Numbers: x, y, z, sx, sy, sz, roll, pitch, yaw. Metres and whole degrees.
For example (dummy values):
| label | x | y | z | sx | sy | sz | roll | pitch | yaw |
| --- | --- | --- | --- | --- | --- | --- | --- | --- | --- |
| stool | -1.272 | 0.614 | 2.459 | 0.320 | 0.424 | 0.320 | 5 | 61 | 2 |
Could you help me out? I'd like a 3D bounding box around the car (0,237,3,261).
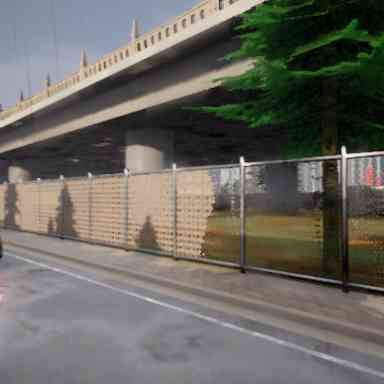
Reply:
| label | x | y | z | sx | sy | sz | roll | pitch | yaw |
| --- | --- | --- | --- | --- | --- | --- | --- | --- | --- |
| car | -8.352 | 1.752 | 11.988 | 4.674 | 1.442 | 1.812 | -1 | -1 | 43 |
